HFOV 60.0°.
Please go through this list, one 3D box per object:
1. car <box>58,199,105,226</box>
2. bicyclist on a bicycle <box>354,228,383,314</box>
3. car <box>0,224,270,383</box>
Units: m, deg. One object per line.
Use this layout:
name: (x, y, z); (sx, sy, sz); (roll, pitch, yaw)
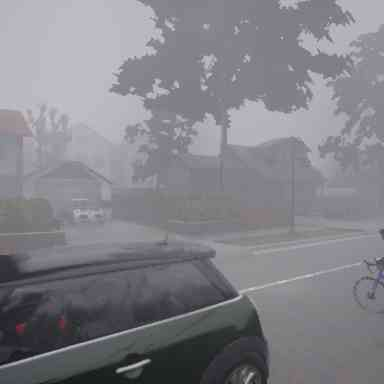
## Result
car: (-6.634, 1.168, 19.898); (1.970, 1.475, 3.806); (0, 0, -35)
bicyclist on a bicycle: (3.620, 1.455, 5.828); (0.582, 1.620, 1.656); (0, -2, -36)
car: (-1.449, 1.352, 2.956); (4.553, 1.767, 2.097); (0, 0, -36)
